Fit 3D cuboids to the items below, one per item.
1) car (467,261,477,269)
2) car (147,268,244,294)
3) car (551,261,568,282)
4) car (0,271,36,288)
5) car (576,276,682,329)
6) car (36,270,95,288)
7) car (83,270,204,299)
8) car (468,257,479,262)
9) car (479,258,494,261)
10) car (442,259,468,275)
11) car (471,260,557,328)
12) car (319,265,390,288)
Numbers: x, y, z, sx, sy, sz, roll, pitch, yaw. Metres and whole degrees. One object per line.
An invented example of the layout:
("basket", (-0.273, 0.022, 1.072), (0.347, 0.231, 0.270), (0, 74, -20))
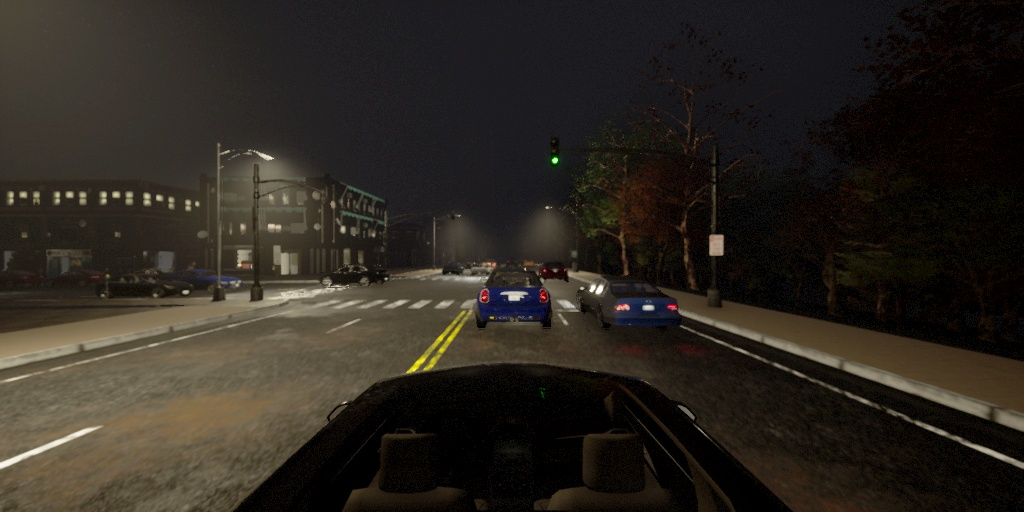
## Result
("car", (-3.340, 1.469, 38.941), (1.895, 1.301, 4.718), (0, 0, 0))
("car", (-19.327, 1.560, 22.247), (4.674, 1.442, 1.812), (0, 0, 1))
("car", (3.352, 1.193, 29.926), (2.097, 1.767, 4.553), (0, 0, 0))
("car", (-39.348, 1.805, 28.073), (4.207, 1.307, 1.802), (0, 0, 0))
("car", (3.351, 1.329, 11.316), (2.033, 1.411, 5.357), (0, 0, 0))
("car", (-33.814, 1.743, 28.065), (4.207, 1.307, 1.802), (0, 0, 0))
("car", (-19.946, 1.624, 19.546), (4.313, 1.339, 1.948), (0, 0, 0))
("car", (-6.512, 1.160, 61.084), (2.150, 2.045, 5.566), (0, -1, 0))
("car", (-3.320, 1.263, 53.432), (2.097, 1.767, 4.553), (0, 0, 0))
("car", (-6.588, 1.421, 40.667), (2.033, 1.411, 5.357), (0, 0, 0))
("car", (0.025, 1.135, 11.614), (2.097, 1.767, 4.553), (0, 0, -1))
("car", (-11.028, 1.380, 25.082), (4.892, 1.490, 1.837), (-2, -2, 11))
